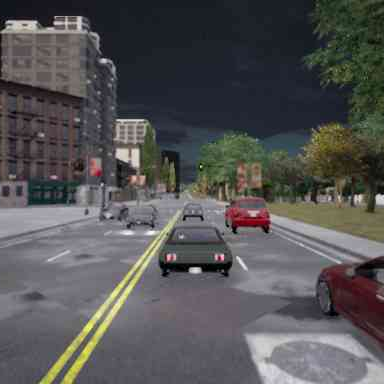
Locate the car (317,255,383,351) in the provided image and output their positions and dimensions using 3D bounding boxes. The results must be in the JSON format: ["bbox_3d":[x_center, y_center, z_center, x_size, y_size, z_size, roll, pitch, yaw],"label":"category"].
[{"bbox_3d":[3.353,1.561,4.638,1.812,1.442,4.674,0,0,0],"label":"car"}]

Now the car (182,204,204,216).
[{"bbox_3d":[0.103,1.771,30.691,2.033,1.411,5.357,0,0,0],"label":"car"}]

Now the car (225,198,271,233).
[{"bbox_3d":[3.351,1.373,20.824,2.150,2.045,5.566,0,-1,0],"label":"car"}]

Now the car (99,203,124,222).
[{"bbox_3d":[-6.585,1.701,28.614,2.128,1.511,4.902,0,0,0],"label":"car"}]

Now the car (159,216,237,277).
[{"bbox_3d":[0.095,1.680,10.526,1.895,1.301,4.718,0,0,0],"label":"car"}]

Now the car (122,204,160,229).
[{"bbox_3d":[-3.344,1.676,23.309,1.837,1.490,4.892,0,0,0],"label":"car"}]
